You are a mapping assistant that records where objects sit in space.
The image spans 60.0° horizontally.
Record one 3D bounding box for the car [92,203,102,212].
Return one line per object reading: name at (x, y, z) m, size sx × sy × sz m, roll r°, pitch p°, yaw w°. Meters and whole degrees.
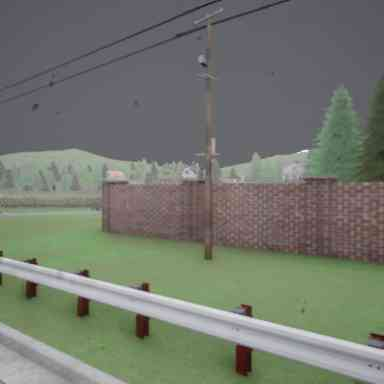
car at (-7.628, 1.404, 34.876) m, size 5.357 × 1.411 × 2.033 m, roll 0°, pitch 0°, yaw -29°
